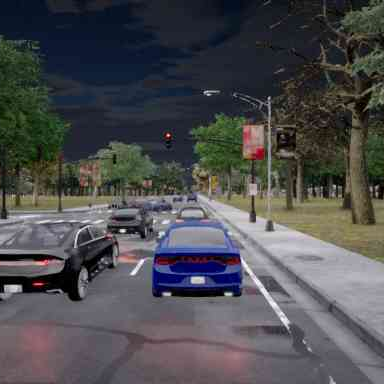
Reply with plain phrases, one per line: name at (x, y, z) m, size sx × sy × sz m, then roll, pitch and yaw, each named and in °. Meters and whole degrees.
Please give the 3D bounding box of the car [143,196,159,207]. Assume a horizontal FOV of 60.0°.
car at (-6.545, 1.499, 53.111) m, size 1.882 × 1.535 × 5.008 m, roll 0°, pitch 0°, yaw 0°

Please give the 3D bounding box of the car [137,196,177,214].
car at (-3.736, 1.536, 36.276) m, size 1.812 × 1.442 × 4.674 m, roll 1°, pitch 0°, yaw 22°

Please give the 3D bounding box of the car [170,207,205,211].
car at (0.035, 1.528, 17.814) m, size 1.812 × 1.442 × 4.674 m, roll 0°, pitch 0°, yaw 1°

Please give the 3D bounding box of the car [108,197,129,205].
car at (-9.806, 1.579, 44.242) m, size 1.994 × 1.385 × 4.181 m, roll 0°, pitch 0°, yaw 1°

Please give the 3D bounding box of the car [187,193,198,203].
car at (0.068, 1.271, 73.553) m, size 2.150 × 2.045 × 5.566 m, roll 0°, pitch 0°, yaw 0°

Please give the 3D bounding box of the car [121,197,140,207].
car at (-9.792, 1.513, 53.162) m, size 2.128 × 1.511 × 4.902 m, roll 0°, pitch 0°, yaw 0°

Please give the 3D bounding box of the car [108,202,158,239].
car at (-3.136, 1.508, 17.472) m, size 1.837 × 1.490 × 4.892 m, roll 0°, pitch 0°, yaw 0°

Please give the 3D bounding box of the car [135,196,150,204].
car at (-9.720, 1.583, 65.474) m, size 2.033 × 1.411 × 5.357 m, roll 0°, pitch 0°, yaw 1°

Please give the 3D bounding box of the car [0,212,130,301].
car at (-3.147, 1.492, 8.300) m, size 2.128 × 1.511 × 4.902 m, roll 0°, pitch 0°, yaw 0°

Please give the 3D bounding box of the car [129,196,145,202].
car at (-6.557, 1.492, 43.530) m, size 1.882 × 1.535 × 5.008 m, roll 0°, pitch 0°, yaw 0°

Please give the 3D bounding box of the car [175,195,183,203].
car at (-3.182, 1.523, 73.526) m, size 1.882 × 1.535 × 5.008 m, roll 0°, pitch 0°, yaw 0°

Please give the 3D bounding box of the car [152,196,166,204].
car at (-6.476, 1.527, 65.775) m, size 2.128 × 1.511 × 4.902 m, roll 0°, pitch 0°, yaw 1°

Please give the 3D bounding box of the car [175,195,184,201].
car at (-3.172, 1.480, 83.942) m, size 2.033 × 1.411 × 5.357 m, roll 0°, pitch 0°, yaw 0°

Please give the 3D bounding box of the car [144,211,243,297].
car at (0.110, 1.478, 8.615) m, size 1.882 × 1.535 × 5.008 m, roll 0°, pitch 0°, yaw 0°
